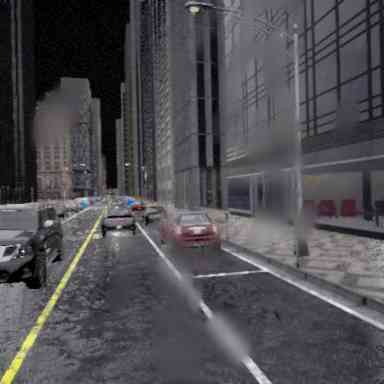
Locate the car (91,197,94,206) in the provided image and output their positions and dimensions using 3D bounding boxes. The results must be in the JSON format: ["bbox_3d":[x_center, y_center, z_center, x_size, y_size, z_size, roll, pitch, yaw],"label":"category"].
[{"bbox_3d":[-21.441,2.168,66.946,1.967,1.590,4.097,-2,0,-13],"label":"car"}]

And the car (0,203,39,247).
[{"bbox_3d":[-9.834,1.618,17.527,2.192,1.841,5.009,-2,0,-13],"label":"car"}]

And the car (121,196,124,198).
[{"bbox_3d":[-14.431,2.138,74.393,1.802,1.307,4.206,-2,0,-13],"label":"car"}]

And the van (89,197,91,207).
[{"bbox_3d":[-20.154,2.022,61.455,1.690,1.788,3.998,-2,0,-13],"label":"van"}]

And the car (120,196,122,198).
[{"bbox_3d":[-15.721,2.185,79.884,1.802,1.307,4.206,-2,0,-13],"label":"car"}]

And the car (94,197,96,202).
[{"bbox_3d":[-22.735,2.090,72.438,2.192,1.841,5.009,-2,0,-13],"label":"car"}]

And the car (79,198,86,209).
[{"bbox_3d":[-17.529,2.110,50.308,1.752,1.417,4.829,-2,0,-13],"label":"car"}]

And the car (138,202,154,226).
[{"bbox_3d":[-2.822,1.698,24.974,1.947,1.339,4.313,-2,0,-13],"label":"car"}]

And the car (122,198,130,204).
[{"bbox_3d":[-17.012,2.216,85.375,1.947,1.339,4.313,-2,0,-13],"label":"car"}]

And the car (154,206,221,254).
[{"bbox_3d":[-0.246,1.478,13.992,1.967,1.590,4.097,-2,0,-13],"label":"car"}]

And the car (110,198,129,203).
[{"bbox_3d":[-8.812,1.816,38.784,2.128,1.511,4.902,-2,0,-13],"label":"car"}]

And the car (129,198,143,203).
[{"bbox_3d":[-6.693,1.818,41.447,1.887,1.381,4.507,-2,0,-13],"label":"car"}]

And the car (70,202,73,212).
[{"bbox_3d":[-13.697,2.011,34.000,1.947,1.339,4.313,-2,0,-13],"label":"car"}]

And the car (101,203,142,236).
[{"bbox_3d":[-4.365,1.654,19.788,2.128,1.511,4.902,-2,0,-13],"label":"car"}]

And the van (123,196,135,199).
[{"bbox_3d":[-10.569,1.756,57.920,1.690,1.788,3.998,-2,0,-13],"label":"van"}]

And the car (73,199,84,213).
[{"bbox_3d":[-16.277,2.090,44.982,2.008,1.369,4.403,-2,0,-13],"label":"car"}]

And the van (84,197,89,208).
[{"bbox_3d":[-18.864,1.975,55.964,1.690,1.788,3.998,-2,0,-13],"label":"van"}]

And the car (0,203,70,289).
[{"bbox_3d":[-5.159,1.383,9.671,2.150,2.045,5.566,-2,0,-13],"label":"car"}]
